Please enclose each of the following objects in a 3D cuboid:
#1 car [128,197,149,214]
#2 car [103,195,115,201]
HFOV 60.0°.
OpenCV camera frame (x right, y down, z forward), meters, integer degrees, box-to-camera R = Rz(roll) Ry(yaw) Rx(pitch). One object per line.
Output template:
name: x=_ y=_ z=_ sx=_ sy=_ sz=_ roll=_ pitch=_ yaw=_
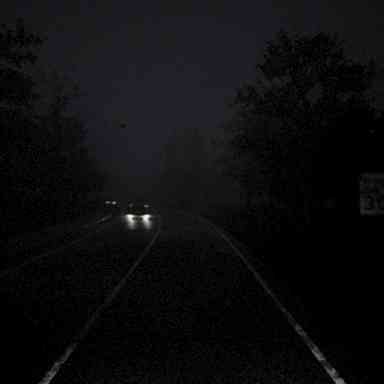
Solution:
car: x=-5.630 y=1.372 z=34.913 sx=2.097 sy=1.767 sz=4.553 roll=1 pitch=0 yaw=-10
car: x=-18.578 y=1.245 z=74.448 sx=1.895 sy=1.301 sz=4.718 roll=2 pitch=-1 yaw=-25
